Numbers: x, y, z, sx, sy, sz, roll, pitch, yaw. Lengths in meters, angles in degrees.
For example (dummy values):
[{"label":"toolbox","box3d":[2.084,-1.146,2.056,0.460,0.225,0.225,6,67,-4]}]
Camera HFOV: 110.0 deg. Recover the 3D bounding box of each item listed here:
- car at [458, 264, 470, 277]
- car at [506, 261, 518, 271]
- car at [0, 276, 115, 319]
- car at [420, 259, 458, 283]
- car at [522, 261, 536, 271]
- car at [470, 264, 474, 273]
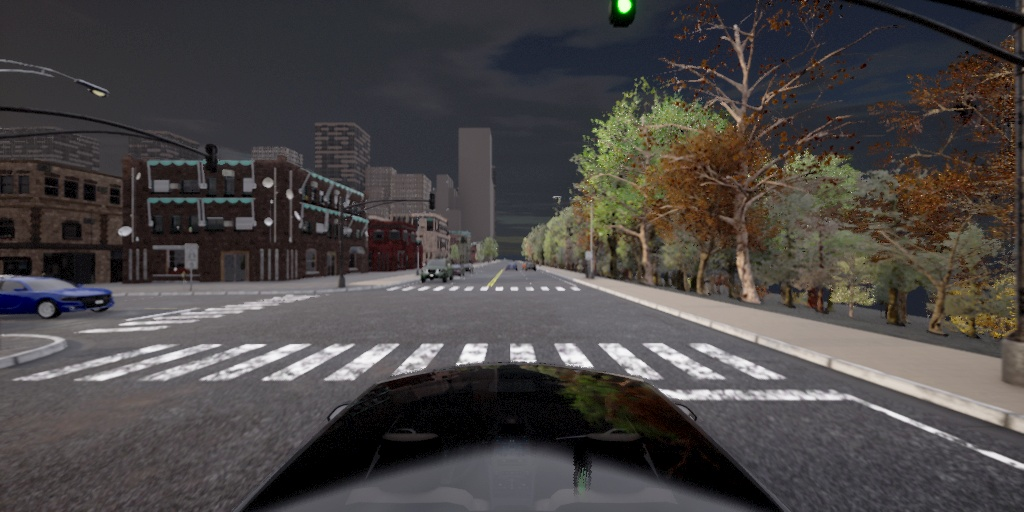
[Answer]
[{"label":"car","box3d":[-6.706,1.714,42.763,2.033,1.411,5.357,0,-1,0]},{"label":"car","box3d":[-0.060,1.719,62.811,2.097,1.767,4.553,0,-1,0]},{"label":"car","box3d":[-18.717,1.567,14.066,5.008,1.535,1.882,-1,0,-1]},{"label":"car","box3d":[-6.678,1.285,32.507,2.150,2.045,5.566,0,-1,0]},{"label":"car","box3d":[3.193,1.863,62.019,1.837,1.490,4.892,0,-1,0]},{"label":"car","box3d":[-6.722,1.871,53.019,1.895,1.301,4.718,0,-1,0]}]
